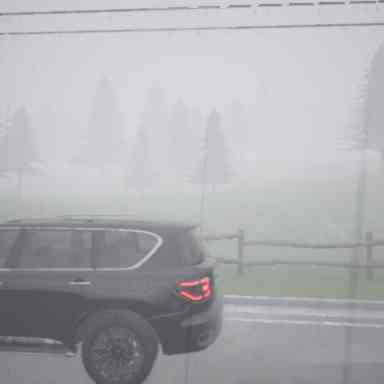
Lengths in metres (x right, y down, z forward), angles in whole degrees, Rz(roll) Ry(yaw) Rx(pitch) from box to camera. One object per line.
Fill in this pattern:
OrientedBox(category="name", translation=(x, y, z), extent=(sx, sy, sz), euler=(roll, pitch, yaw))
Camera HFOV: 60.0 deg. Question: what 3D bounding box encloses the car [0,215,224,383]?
OrientedBox(category="car", translation=(-2.302, 1.385, 5.184), extent=(5.566, 2.045, 2.150), euler=(0, -2, 6))
